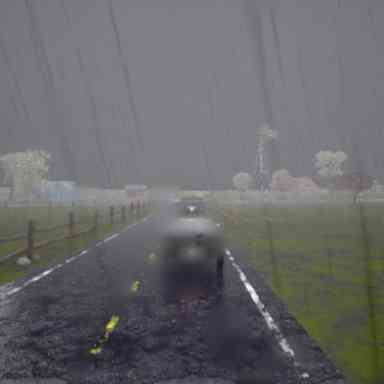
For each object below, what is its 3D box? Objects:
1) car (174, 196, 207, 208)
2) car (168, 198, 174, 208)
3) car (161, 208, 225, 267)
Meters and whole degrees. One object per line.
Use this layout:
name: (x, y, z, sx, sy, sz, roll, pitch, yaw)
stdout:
car: (0.031, 1.359, 26.399, 2.150, 2.045, 5.566, 0, 0, 1)
car: (-2.831, 1.765, 53.580, 1.882, 1.535, 5.008, 0, 0, 0)
car: (0.037, 1.537, 11.703, 1.882, 1.535, 5.008, 0, 0, 0)
